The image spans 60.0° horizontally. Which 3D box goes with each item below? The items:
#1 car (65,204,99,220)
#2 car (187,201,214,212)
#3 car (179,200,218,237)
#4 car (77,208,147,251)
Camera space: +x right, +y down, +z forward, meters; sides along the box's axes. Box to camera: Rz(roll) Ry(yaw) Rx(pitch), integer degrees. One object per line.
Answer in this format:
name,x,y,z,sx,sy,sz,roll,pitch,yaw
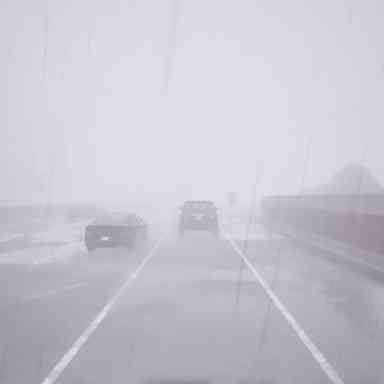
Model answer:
car,-9.623,1.797,30.607,2.033,1.411,5.357,1,-1,7
car,1.290,2.126,49.712,1.812,1.442,4.674,-1,-1,35
car,0.395,1.465,19.953,2.150,2.045,5.566,1,0,1
car,-3.190,1.617,14.826,1.882,1.535,5.008,1,-1,1
